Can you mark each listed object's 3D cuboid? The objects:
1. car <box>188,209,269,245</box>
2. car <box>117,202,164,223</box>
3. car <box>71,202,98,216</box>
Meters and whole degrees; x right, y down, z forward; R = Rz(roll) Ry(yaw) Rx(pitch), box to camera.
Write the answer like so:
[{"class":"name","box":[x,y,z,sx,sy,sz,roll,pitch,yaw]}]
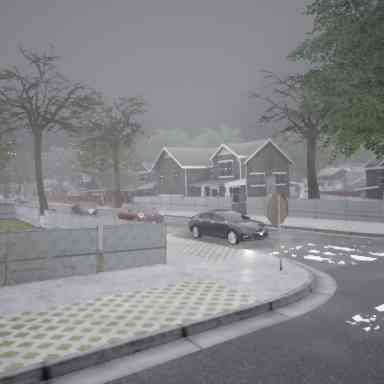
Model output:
[{"class":"car","box":[1.703,1.649,16.863,1.837,1.490,4.892,-3,1,-35]},{"class":"car","box":[-3.938,1.576,24.875,2.097,1.767,4.553,-3,1,-35]},{"class":"car","box":[-11.662,1.829,35.891,2.128,1.511,4.902,-3,1,-35]}]
